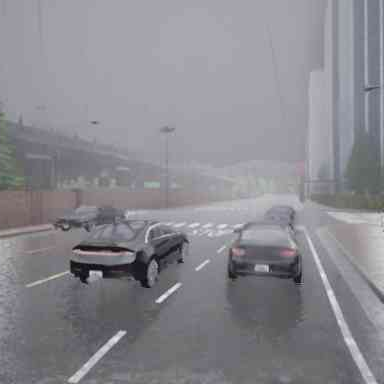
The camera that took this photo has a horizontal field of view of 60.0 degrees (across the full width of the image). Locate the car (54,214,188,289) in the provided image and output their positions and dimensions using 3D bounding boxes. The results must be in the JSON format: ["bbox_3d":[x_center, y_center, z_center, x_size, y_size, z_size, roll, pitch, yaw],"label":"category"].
[{"bbox_3d":[-1.464,1.541,9.458,2.128,1.511,4.902,0,0,14],"label":"car"}]

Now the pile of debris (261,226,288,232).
[{"bbox_3d":[5.021,2.242,20.143,1.500,0.140,1.860,0,0,16],"label":"pile of debris"}]

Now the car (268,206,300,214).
[{"bbox_3d":[5.840,1.611,21.545,2.033,1.411,5.357,0,0,22],"label":"car"}]

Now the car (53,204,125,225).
[{"bbox_3d":[-5.923,1.452,20.171,2.033,1.411,5.357,0,0,16],"label":"car"}]

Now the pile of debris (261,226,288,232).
[{"bbox_3d":[5.021,2.242,20.143,1.500,0.140,1.860,0,0,16],"label":"pile of debris"}]

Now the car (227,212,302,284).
[{"bbox_3d":[2.180,1.561,9.756,1.812,1.442,4.674,0,0,15],"label":"car"}]
